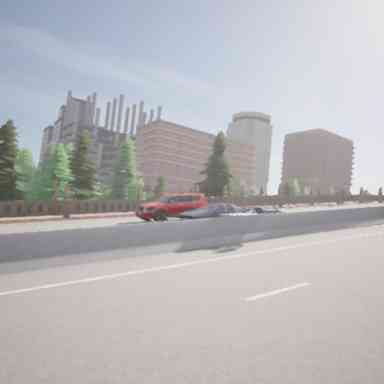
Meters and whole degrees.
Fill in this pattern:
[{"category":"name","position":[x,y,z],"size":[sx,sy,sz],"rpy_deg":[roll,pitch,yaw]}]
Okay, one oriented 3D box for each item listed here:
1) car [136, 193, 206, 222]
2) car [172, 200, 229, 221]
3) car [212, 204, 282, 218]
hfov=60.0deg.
[{"category":"car","position":[-1.318,1.126,24.546],"size":[5.566,2.045,2.150],"rpy_deg":[-1,0,-35]},{"category":"car","position":[1.661,1.443,22.372],"size":[5.357,1.411,2.033],"rpy_deg":[-1,0,-35]},{"category":"car","position":[3.737,1.496,19.555],"size":[4.718,1.301,1.895],"rpy_deg":[-1,0,-35]}]
